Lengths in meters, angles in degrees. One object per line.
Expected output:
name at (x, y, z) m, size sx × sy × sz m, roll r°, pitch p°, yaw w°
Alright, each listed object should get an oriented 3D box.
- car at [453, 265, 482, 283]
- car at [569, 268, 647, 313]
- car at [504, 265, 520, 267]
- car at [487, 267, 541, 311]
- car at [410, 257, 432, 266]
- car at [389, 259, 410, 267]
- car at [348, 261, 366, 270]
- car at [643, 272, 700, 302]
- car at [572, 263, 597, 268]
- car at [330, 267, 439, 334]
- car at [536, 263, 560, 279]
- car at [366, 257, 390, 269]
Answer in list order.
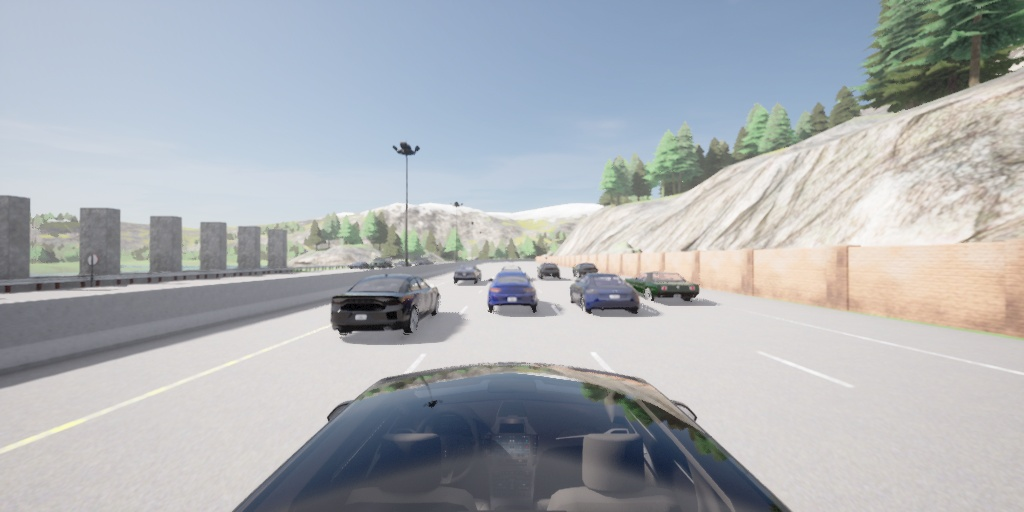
car at (-3.530, 1.422, 29.010) m, size 2.033 × 1.411 × 5.357 m, roll 0°, pitch 0°, yaw 0°
car at (3.506, 1.368, 14.263) m, size 1.994 × 1.385 × 4.181 m, roll 0°, pitch 0°, yaw 0°
car at (-0.046, 1.488, 32.493) m, size 1.895 × 1.301 × 4.718 m, roll 0°, pitch 0°, yaw 0°
car at (0.008, 1.332, 14.574) m, size 1.812 × 1.442 × 4.674 m, roll 0°, pitch 0°, yaw 0°
car at (-14.804, 1.240, 60.016) m, size 2.150 × 2.045 × 5.566 m, roll 0°, pitch 0°, yaw -1°
car at (-18.304, 1.514, 59.987) m, size 2.128 × 1.511 × 4.902 m, roll 0°, pitch 0°, yaw -1°
car at (-25.275, 1.574, 59.763) m, size 2.033 × 1.411 × 5.357 m, roll 0°, pitch 0°, yaw -1°
car at (7.005, 1.415, 17.405) m, size 1.895 × 1.301 × 4.718 m, roll 0°, pitch 0°, yaw 0°
car at (6.931, 1.394, 34.143) m, size 1.837 × 1.490 × 4.892 m, roll 0°, pitch 0°, yaw -1°
car at (-3.494, 1.270, 10.778) m, size 1.882 × 1.535 × 5.008 m, roll 0°, pitch 0°, yaw 0°
car at (3.431, 1.397, 34.130) m, size 1.837 × 1.490 × 4.892 m, roll 0°, pitch 0°, yaw -1°
car at (-21.790, 1.244, 59.809) m, size 2.150 × 2.045 × 5.566 m, roll 0°, pitch 0°, yaw -1°
